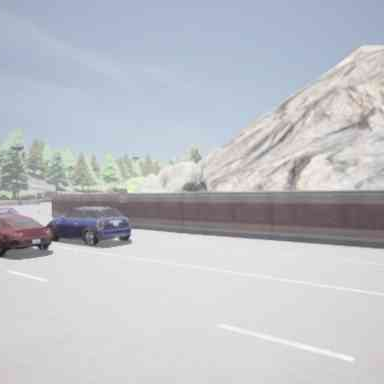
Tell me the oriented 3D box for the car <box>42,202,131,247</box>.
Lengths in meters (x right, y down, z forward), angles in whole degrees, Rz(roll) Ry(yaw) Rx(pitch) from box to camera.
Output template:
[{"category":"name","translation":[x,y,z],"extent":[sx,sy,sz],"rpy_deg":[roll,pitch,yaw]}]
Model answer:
[{"category":"car","translation":[-5.107,1.498,16.207],"extent":[4.553,1.767,2.097],"rpy_deg":[-1,0,37]}]

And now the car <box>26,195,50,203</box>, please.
[{"category":"car","translation":[-37.355,1.987,81.716],"extent":[1.882,1.535,5.008],"rpy_deg":[-1,1,31]}]

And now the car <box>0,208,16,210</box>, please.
[{"category":"car","translation":[-13.213,1.811,23.302],"extent":[2.033,1.411,5.357],"rpy_deg":[0,0,-40]}]

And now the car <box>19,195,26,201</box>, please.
[{"category":"car","translation":[-40.185,2.069,83.778],"extent":[1.812,1.442,4.674],"rpy_deg":[-1,1,31]}]

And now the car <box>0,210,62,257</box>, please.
[{"category":"car","translation":[-7.573,1.678,13.691],"extent":[4.674,1.442,1.812],"rpy_deg":[-1,0,38]}]
